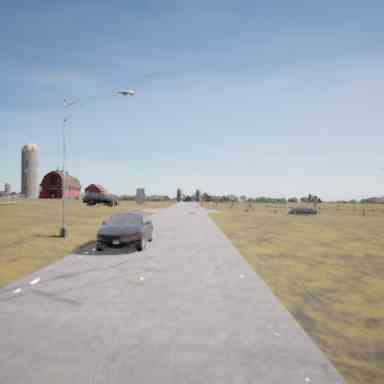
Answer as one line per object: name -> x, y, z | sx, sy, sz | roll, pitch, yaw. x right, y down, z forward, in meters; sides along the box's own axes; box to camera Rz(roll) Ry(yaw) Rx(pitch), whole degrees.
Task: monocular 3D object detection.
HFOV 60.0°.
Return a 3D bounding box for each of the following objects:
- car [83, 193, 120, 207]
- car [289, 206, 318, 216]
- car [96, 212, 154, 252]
car -> -13.819, 1.237, 51.037 | 5.566, 2.045, 2.150 | 4, -2, 0
car -> 17.190, 2.872, 51.197 | 4.181, 1.385, 1.994 | 2, -2, 0
car -> -2.849, 1.657, 14.968 | 1.882, 1.535, 5.008 | 0, -1, 0
